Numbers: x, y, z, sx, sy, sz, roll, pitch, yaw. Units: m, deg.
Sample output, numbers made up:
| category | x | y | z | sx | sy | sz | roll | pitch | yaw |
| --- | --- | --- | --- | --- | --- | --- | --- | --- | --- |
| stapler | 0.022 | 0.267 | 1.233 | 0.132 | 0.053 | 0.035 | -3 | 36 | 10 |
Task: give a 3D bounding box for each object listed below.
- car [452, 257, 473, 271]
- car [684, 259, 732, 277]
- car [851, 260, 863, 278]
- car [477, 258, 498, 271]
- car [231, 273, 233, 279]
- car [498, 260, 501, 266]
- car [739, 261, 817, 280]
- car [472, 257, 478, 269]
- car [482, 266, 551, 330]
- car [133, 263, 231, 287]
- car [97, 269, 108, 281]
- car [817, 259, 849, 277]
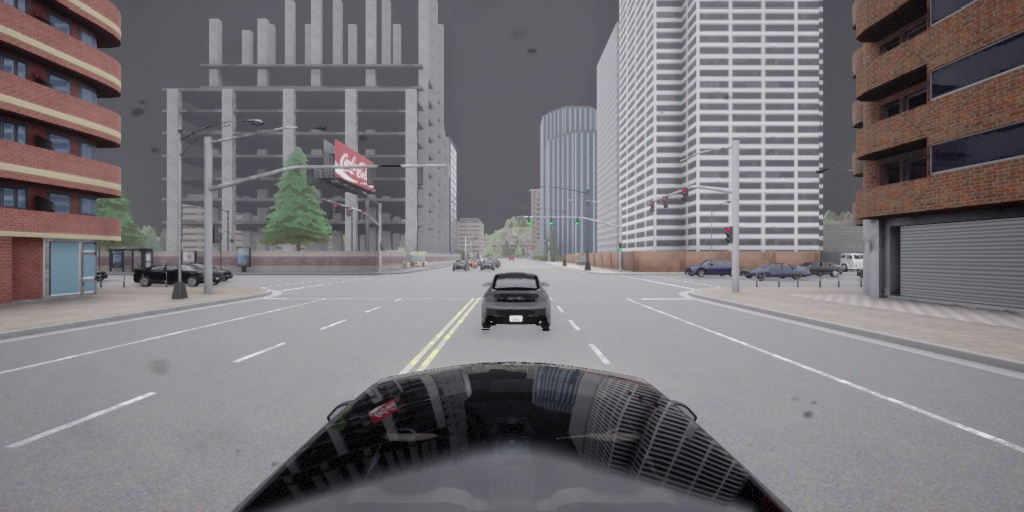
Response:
| category | x | y | z | sx | sy | sz | roll | pitch | yaw |
| --- | --- | --- | --- | --- | --- | --- | --- | --- | --- |
| car | -6.866 | 1.263 | 48.758 | 1.837 | 1.490 | 4.892 | 0 | 0 | 0 |
| car | 19.215 | 1.108 | 34.689 | 4.553 | 1.767 | 2.097 | 0 | 0 | 0 |
| car | 32.717 | 1.319 | 31.181 | 4.181 | 1.385 | 1.994 | 0 | 0 | 0 |
| car | -3.358 | 1.263 | 50.288 | 1.837 | 1.490 | 4.892 | 0 | 0 | 0 |
| car | -24.213 | 1.259 | 27.468 | 4.892 | 1.490 | 1.837 | 0 | 0 | 0 |
| car | -3.292 | 1.112 | 60.413 | 2.097 | 1.767 | 4.553 | 0 | 0 | 1 |
| car | 22.806 | 1.303 | 31.191 | 5.357 | 1.411 | 2.033 | 0 | 0 | 0 |
| car | -6.810 | 1.112 | 57.964 | 2.097 | 1.767 | 4.553 | 0 | 0 | 0 |
| car | 0.123 | 1.258 | 11.159 | 1.837 | 1.490 | 4.892 | 0 | 1 | 1 |
| car | -22.188 | 1.231 | 23.969 | 5.008 | 1.535 | 1.882 | 0 | 0 | 0 |
| car | -34.054 | 1.259 | 27.465 | 4.892 | 1.490 | 1.837 | 0 | 0 | 0 |
| car | 29.065 | 1.261 | 34.684 | 4.892 | 1.490 | 1.837 | 0 | 0 | 0 |
